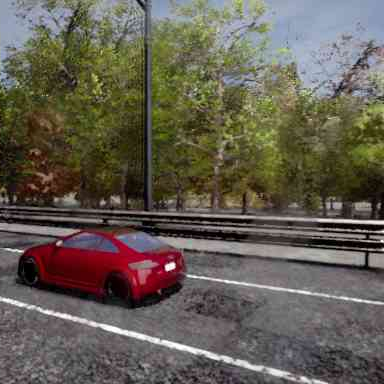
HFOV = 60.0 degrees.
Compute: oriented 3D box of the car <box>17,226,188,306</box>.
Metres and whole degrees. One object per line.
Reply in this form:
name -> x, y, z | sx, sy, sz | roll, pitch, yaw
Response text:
car -> -2.194, 1.528, 7.946 | 4.181, 1.385, 1.994 | 0, 0, 30
